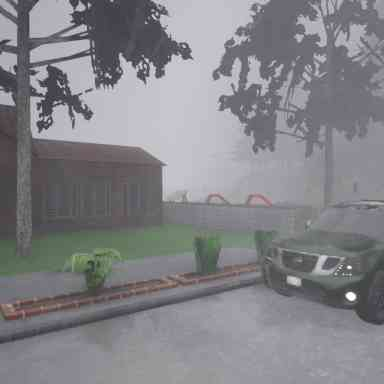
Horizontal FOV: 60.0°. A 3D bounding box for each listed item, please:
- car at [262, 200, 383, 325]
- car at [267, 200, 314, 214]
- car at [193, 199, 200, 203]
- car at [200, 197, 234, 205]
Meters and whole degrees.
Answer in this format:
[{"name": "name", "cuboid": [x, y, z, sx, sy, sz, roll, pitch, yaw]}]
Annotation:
[{"name": "car", "cuboid": [4.064, 1.221, 7.479, 5.566, 2.045, 2.150, 0, 0, -35]}, {"name": "car", "cuboid": [10.550, 1.601, 35.904, 1.895, 1.301, 4.718, 0, 0, -36]}, {"name": "car", "cuboid": [2.335, 1.547, 54.438, 2.033, 1.411, 5.357, 0, 0, -36]}, {"name": "car", "cuboid": [3.610, 1.601, 45.626, 1.895, 1.301, 4.718, 0, 0, -35]}]
